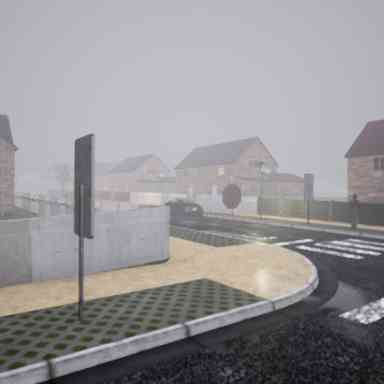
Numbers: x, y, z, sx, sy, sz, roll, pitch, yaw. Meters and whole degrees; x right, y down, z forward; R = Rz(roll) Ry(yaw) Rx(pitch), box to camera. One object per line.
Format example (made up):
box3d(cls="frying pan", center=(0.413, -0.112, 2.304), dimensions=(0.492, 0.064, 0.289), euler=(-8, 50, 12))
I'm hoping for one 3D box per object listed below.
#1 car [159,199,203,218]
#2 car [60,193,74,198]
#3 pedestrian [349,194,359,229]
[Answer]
box3d(cls="car", center=(-0.973, 1.193, 25.702), dimensions=(1.994, 1.385, 4.181), euler=(0, 1, -36))
box3d(cls="car", center=(-18.379, 0.754, 49.895), dimensions=(1.895, 1.301, 4.718), euler=(0, 1, -36))
box3d(cls="pedestrian", center=(8.517, 1.016, 17.527), dimensions=(0.375, 1.860, 0.375), euler=(2, -1, -36))
